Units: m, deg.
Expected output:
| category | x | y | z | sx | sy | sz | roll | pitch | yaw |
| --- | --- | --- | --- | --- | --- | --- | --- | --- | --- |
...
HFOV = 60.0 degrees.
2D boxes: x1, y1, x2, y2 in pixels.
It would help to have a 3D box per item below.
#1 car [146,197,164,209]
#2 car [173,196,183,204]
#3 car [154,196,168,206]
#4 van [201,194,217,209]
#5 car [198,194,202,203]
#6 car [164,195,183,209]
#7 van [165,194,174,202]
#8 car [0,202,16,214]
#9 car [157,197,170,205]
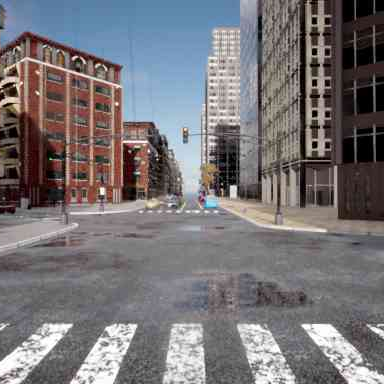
| category | x | y | z | sx | sy | sz | roll | pitch | yaw |
| --- | --- | --- | --- | --- | --- | --- | --- | --- | --- |
| car | -5.311 | 1.570 | 45.621 | 1.752 | 1.417 | 4.829 | 0 | 0 | 0 |
| car | -2.774 | 1.621 | 66.435 | 1.812 | 1.442 | 4.674 | 0 | 0 | 1 |
| car | -5.311 | 1.510 | 56.897 | 1.967 | 1.590 | 4.097 | 0 | 0 | 0 |
| van | 2.570 | 1.386 | 45.791 | 1.690 | 1.788 | 3.998 | 0 | 0 | 0 |
| car | 2.569 | 1.645 | 68.001 | 1.887 | 1.381 | 4.507 | 0 | 0 | 0 |
| car | -2.812 | 1.537 | 45.981 | 2.128 | 1.511 | 4.902 | 0 | 0 | 2 |
| van | -5.311 | 1.474 | 79.105 | 1.690 | 1.788 | 3.998 | 0 | 0 | 0 |
| car | -21.145 | 1.790 | 36.464 | 4.718 | 1.301 | 1.895 | -1 | -1 | 41 |
| car | -5.312 | 1.650 | 62.449 | 1.947 | 1.339 | 4.313 | 0 | 0 | 0 |
